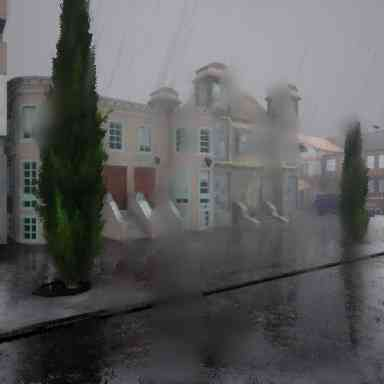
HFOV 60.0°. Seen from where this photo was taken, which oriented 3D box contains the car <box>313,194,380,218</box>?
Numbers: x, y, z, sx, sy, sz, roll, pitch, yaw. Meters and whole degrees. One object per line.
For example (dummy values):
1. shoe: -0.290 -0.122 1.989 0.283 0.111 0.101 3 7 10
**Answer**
1. car: 13.563 1.223 29.674 2.150 2.045 5.566 0 0 -35
